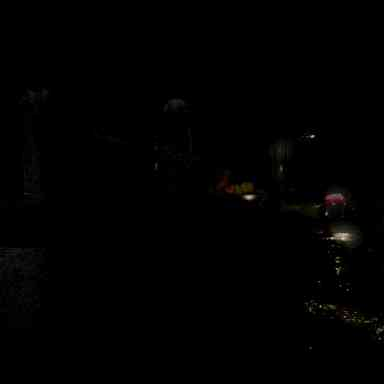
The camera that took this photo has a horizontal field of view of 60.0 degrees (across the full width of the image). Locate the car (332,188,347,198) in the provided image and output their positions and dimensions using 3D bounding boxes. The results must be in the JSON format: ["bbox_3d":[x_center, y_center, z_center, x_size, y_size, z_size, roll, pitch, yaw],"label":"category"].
[{"bbox_3d":[24.156,0.189,54.222,2.033,1.411,5.357,-3,0,26],"label":"car"}]

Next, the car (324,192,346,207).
[{"bbox_3d":[15.306,0.864,35.720,1.895,1.301,4.718,-3,0,26],"label":"car"}]
